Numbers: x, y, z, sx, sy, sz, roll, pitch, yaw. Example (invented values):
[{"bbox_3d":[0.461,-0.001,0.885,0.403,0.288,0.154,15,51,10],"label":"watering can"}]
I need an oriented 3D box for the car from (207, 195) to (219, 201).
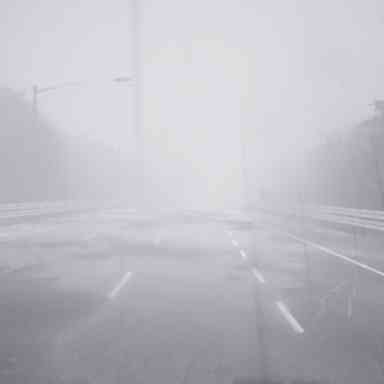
[{"bbox_3d":[5.628,1.719,93.748,1.882,1.535,5.008,0,0,11],"label":"car"}]

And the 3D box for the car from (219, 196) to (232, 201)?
[{"bbox_3d":[9.402,1.824,94.762,1.994,1.385,4.181,0,0,12],"label":"car"}]

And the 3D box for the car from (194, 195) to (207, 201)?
[{"bbox_3d":[1.937,1.752,93.107,2.033,1.411,5.357,0,0,11],"label":"car"}]
